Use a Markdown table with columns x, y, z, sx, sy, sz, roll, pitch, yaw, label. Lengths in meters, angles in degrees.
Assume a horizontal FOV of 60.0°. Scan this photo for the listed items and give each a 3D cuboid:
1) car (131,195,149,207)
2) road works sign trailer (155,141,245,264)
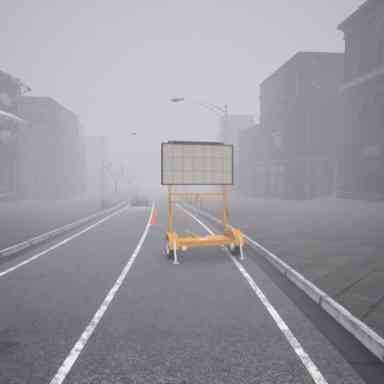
| x | y | z | sx | sy | sz | roll | pitch | yaw | label |
| --- | --- | --- | --- | --- | --- | --- | --- | --- | --- |
| -6.088 | 1.037 | 39.128 | 1.994 | 1.385 | 4.181 | 0 | 1 | -6 | car |
| 0.140 | 0.175 | 10.820 | 2.380 | 3.560 | 2.880 | -1 | 1 | -16 | road works sign trailer |
